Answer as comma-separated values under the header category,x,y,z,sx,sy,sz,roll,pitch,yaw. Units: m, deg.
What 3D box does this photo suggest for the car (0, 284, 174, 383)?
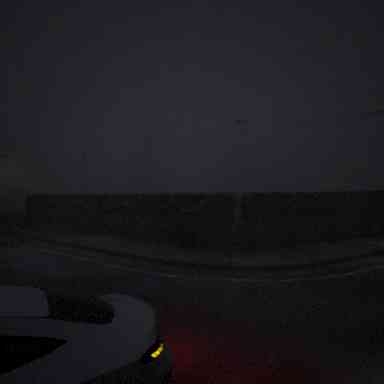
category,x,y,z,sx,sy,sz,roll,pitch,yaw
car,-2.334,1.534,2.307,4.674,1.442,1.812,-1,1,-35
